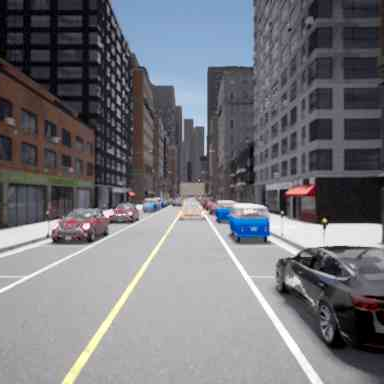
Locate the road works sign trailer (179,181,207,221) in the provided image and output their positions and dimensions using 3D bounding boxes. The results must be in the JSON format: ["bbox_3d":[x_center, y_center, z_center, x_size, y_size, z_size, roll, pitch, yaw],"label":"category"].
[{"bbox_3d":[0.017,0.786,30.917,2.380,3.560,2.880,0,-1,0],"label":"road works sign trailer"}]

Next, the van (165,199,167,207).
[{"bbox_3d":[-5.641,1.922,55.738,1.690,1.788,3.998,0,-1,0],"label":"van"}]

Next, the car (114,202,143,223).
[{"bbox_3d":[-5.654,1.734,28.232,1.967,1.590,4.097,0,-1,0],"label":"car"}]

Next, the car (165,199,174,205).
[{"bbox_3d":[-5.627,2.457,83.241,1.802,1.307,4.206,0,-1,0],"label":"car"}]

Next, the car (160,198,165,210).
[{"bbox_3d":[-5.643,2.074,50.235,2.008,1.369,4.403,0,-1,0],"label":"car"}]

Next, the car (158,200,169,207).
[{"bbox_3d":[-5.634,2.279,66.738,1.802,1.307,4.206,0,-1,0],"label":"car"}]

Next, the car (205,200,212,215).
[{"bbox_3d":[2.877,1.990,39.229,1.802,1.307,4.206,0,-1,0],"label":"car"}]

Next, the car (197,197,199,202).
[{"bbox_3d":[2.896,2.366,77.736,2.008,1.369,4.403,0,-1,0],"label":"car"}]

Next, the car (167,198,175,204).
[{"bbox_3d":[-5.624,2.375,88.744,1.967,1.590,4.097,0,-1,0],"label":"car"}]

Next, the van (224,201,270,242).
[{"bbox_3d":[2.865,1.521,17.226,1.690,1.788,3.998,0,-1,0],"label":"van"}]

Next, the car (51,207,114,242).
[{"bbox_3d":[-5.660,1.620,17.230,1.967,1.590,4.097,0,-1,0],"label":"car"}]

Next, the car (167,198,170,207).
[{"bbox_3d":[-5.637,2.205,61.237,1.947,1.339,4.313,0,-1,0],"label":"car"}]

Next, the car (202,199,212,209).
[{"bbox_3d":[2.883,2.105,50.230,1.802,1.307,4.206,0,-1,0],"label":"car"}]

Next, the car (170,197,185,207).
[{"bbox_3d":[-2.972,2.232,65.692,2.033,1.411,5.357,0,-1,0],"label":"car"}]

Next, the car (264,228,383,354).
[{"bbox_3d":[2.860,1.632,6.222,1.947,1.339,4.313,0,-1,0],"label":"car"}]

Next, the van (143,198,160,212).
[{"bbox_3d":[-5.646,1.806,44.737,1.690,1.788,3.998,0,-1,0],"label":"van"}]

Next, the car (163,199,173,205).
[{"bbox_3d":[-5.629,2.382,77.740,1.947,1.339,4.313,0,-1,0],"label":"car"}]

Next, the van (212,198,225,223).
[{"bbox_3d":[2.871,1.635,28.229,1.690,1.788,3.998,0,-1,0],"label":"van"}]

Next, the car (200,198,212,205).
[{"bbox_3d":[2.885,1.896,55.734,2.192,1.841,5.009,0,-1,0],"label":"car"}]
